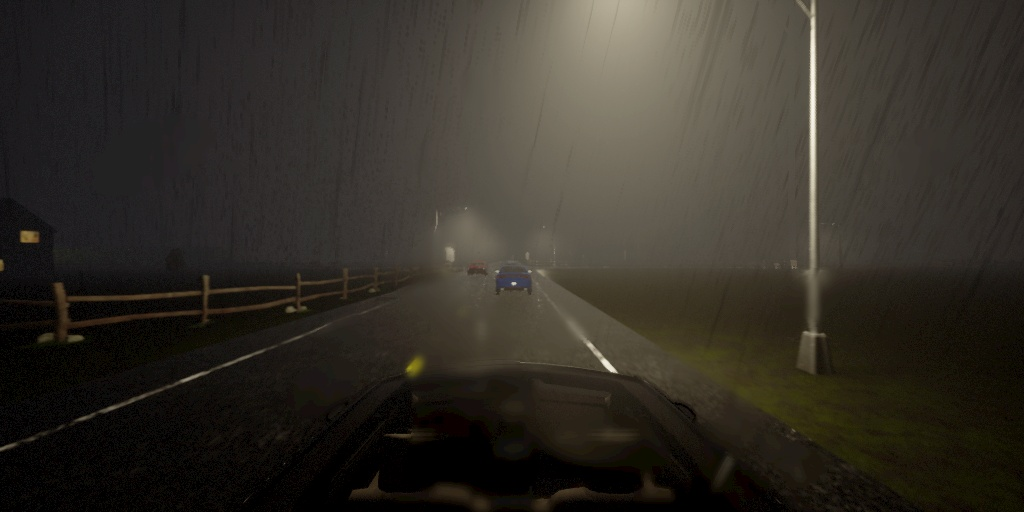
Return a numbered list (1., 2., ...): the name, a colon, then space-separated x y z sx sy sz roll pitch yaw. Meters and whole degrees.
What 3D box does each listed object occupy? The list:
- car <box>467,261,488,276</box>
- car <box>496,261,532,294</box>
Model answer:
1. car: -3.508 1.249 37.271 1.882 1.535 5.008 0 0 0
2. car: 0.097 1.233 20.318 1.882 1.535 5.008 0 0 0
